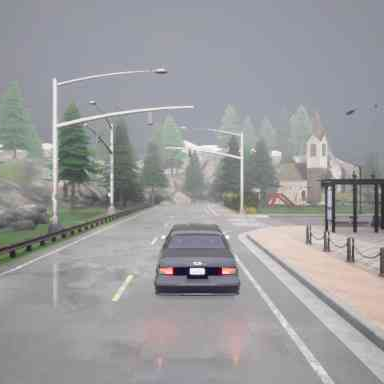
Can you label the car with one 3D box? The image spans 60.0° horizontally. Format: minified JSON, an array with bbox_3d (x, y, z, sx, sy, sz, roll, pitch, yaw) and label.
[{"bbox_3d":[0.100,1.547,8.804,2.033,1.411,5.357,0,0,0],"label":"car"}]
